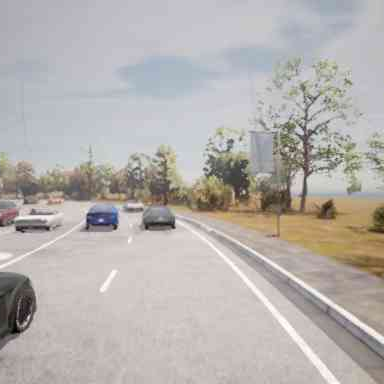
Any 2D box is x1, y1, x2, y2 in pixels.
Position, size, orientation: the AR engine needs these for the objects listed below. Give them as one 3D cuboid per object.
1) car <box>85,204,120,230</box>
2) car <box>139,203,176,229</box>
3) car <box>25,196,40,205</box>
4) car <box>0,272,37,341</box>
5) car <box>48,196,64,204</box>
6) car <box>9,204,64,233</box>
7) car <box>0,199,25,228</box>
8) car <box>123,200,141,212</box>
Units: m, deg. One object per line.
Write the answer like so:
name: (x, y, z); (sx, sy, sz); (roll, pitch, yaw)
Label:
car: (-5.776, 1.511, 21.770); (1.882, 1.535, 5.008); (0, 0, -11)
car: (-2.284, 1.590, 22.089); (1.994, 1.385, 4.181); (0, 0, -11)
car: (-29.124, 1.442, 60.451); (2.097, 1.767, 4.553); (0, 0, -33)
car: (-3.642, 1.579, 4.103); (1.994, 1.385, 4.181); (0, 0, -2)
car: (-24.079, 1.440, 58.952); (2.097, 1.767, 4.553); (0, 0, -31)
car: (-9.234, 1.641, 20.400); (1.895, 1.301, 4.718); (0, 0, -11)
car: (-13.289, 1.401, 22.548); (2.097, 1.767, 4.553); (0, 0, -13)
car: (-7.061, 1.654, 39.661); (1.895, 1.301, 4.718); (0, 0, -19)
